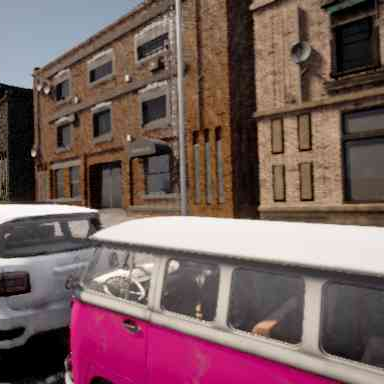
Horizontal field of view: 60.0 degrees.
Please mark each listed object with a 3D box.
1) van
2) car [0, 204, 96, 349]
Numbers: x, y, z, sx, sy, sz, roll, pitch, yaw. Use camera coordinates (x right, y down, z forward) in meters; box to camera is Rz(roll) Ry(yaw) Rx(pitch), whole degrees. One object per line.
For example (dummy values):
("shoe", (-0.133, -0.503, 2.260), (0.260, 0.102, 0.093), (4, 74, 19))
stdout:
("van", (0.733, 1.255, 2.794), (4.442, 1.987, 1.878), (0, 0, 36))
("car", (-3.710, 1.233, 5.963), (5.566, 2.045, 2.435), (0, 0, 35))
